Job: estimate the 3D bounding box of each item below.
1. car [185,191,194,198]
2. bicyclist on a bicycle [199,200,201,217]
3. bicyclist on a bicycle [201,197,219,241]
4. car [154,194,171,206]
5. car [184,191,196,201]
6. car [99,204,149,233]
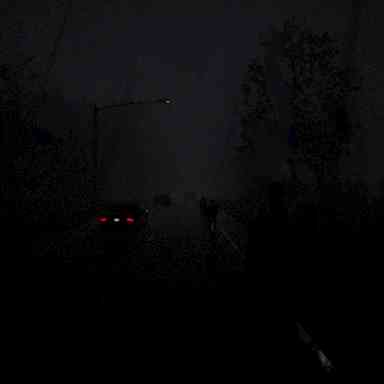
[{"bbox_3d":[-0.573,0.607,73.962,1.837,1.490,4.892,0,1,0],"label":"car"},{"bbox_3d":[0.786,1.167,23.392,0.582,1.620,1.656,0,0,0],"label":"bicyclist on a bicycle"},{"bbox_3d":[0.854,1.192,14.588,0.659,1.776,1.843,0,1,0],"label":"bicyclist on a bicycle"},{"bbox_3d":[-3.728,0.980,42.137,2.128,1.511,4.902,0,1,0],"label":"car"},{"bbox_3d":[-0.356,0.641,58.636,2.097,1.767,4.553,0,1,0],"label":"car"},{"bbox_3d":[-3.540,1.328,18.002,2.033,1.411,5.357,0,1,0],"label":"car"}]
